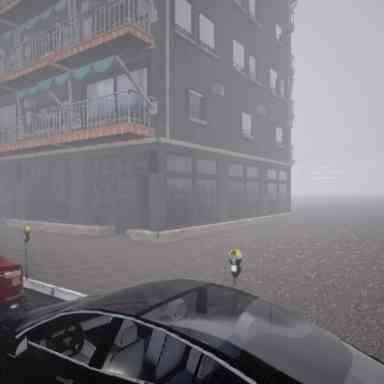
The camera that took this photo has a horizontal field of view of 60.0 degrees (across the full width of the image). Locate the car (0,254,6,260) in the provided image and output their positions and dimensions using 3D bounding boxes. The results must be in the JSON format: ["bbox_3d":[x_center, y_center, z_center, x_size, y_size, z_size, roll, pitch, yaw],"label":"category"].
[{"bbox_3d":[-5.063,1.545,6.470,4.507,1.381,1.887,0,0,35],"label":"car"}]

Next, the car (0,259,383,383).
[{"bbox_3d":[-0.469,1.566,3.205,4.313,1.339,1.947,0,0,35],"label":"car"}]
